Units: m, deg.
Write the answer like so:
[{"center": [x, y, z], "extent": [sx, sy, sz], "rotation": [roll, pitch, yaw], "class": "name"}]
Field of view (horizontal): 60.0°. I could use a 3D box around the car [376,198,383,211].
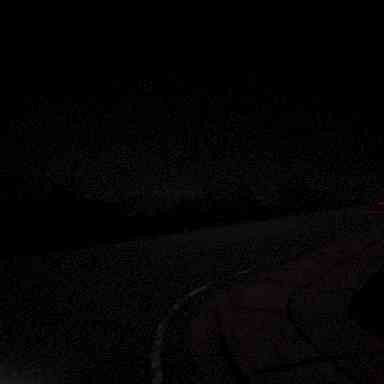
[{"center": [23.675, 1.506, 40.288], "extent": [2.128, 1.511, 4.902], "rotation": [-1, -1, 38], "class": "car"}]
